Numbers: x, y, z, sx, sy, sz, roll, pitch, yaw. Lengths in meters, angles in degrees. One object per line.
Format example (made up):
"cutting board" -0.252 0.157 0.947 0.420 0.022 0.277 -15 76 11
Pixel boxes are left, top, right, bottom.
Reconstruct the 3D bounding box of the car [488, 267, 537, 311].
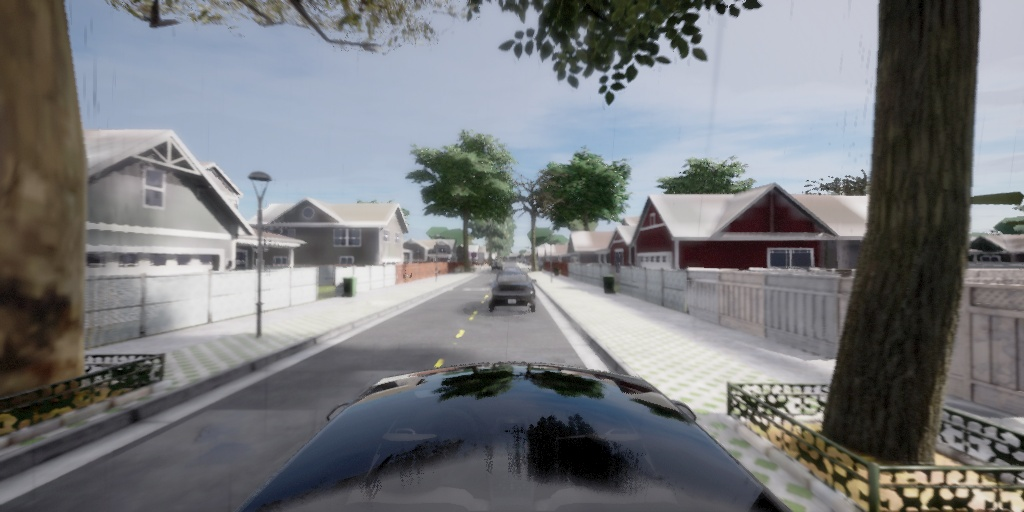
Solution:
"car" 0.020 1.398 15.366 1.837 1.490 4.892 0 0 0

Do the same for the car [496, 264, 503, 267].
"car" 0.013 1.590 29.397 2.033 1.411 5.357 0 -1 0
